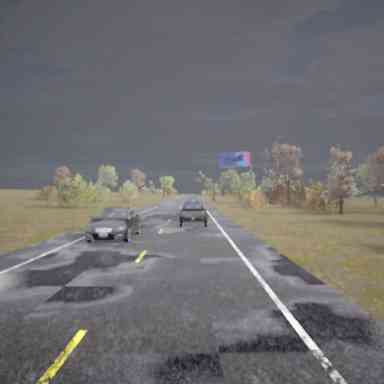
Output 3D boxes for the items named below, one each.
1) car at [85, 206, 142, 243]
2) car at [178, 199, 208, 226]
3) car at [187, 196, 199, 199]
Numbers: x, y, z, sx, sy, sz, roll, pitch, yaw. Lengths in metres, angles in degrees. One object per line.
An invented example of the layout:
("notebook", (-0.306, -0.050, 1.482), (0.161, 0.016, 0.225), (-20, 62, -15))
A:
("car", (-3.598, 1.467, 15.925), (2.128, 1.511, 4.902), (0, 0, 0))
("car", (0.089, 1.458, 23.183), (2.128, 1.511, 4.902), (0, 0, 0))
("car", (0.080, 1.296, 41.454), (2.097, 1.767, 4.553), (0, 0, 0))
